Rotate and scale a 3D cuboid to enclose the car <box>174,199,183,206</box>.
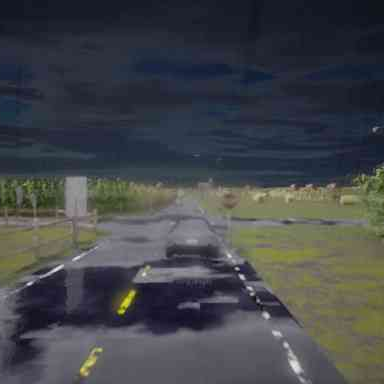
[{"bbox_3d":[-2.723,2.097,67.461,2.128,1.511,4.902,0,0,0],"label":"car"}]

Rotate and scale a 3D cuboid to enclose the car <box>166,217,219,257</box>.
[{"bbox_3d":[0.028,1.699,13.510,1.994,1.385,4.181,0,0,0],"label":"car"}]
